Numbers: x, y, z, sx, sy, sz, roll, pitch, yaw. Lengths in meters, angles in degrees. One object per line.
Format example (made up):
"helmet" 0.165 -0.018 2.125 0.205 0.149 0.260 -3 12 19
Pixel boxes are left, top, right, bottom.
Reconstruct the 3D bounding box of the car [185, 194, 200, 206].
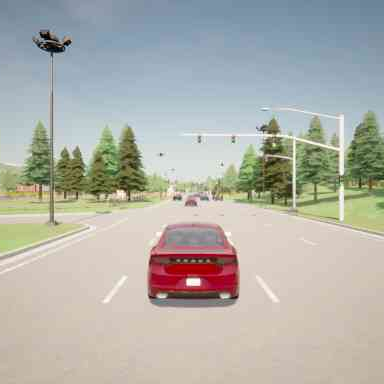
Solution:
"car" -0.147 1.525 53.098 1.812 1.442 4.674 0 0 0

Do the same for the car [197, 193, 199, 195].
"car" 3.238 1.357 94.141 2.128 1.511 4.902 0 0 0

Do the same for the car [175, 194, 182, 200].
"car" -3.762 1.310 94.121 1.882 1.535 5.008 0 0 0

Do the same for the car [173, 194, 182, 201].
"car" -3.733 1.469 83.702 1.882 1.535 5.008 0 0 0

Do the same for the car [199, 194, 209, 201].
"car" 3.266 1.516 84.138 1.812 1.442 4.674 0 0 0

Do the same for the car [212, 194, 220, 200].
"car" 6.738 1.372 94.151 2.033 1.411 5.357 0 0 0

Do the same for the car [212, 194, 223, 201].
"car" 6.767 1.516 83.731 2.128 1.511 4.902 0 0 0

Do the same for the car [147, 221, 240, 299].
"car" 0.040 1.478 8.496 1.882 1.535 5.008 0 0 0
